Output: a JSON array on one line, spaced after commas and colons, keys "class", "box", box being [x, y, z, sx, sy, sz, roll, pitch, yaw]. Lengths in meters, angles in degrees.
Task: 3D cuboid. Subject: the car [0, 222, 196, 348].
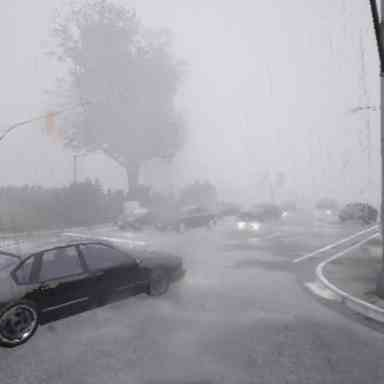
[{"class": "car", "box": [-2.446, 1.612, 6.535, 2.033, 1.411, 5.357, -1, 0, 39]}]

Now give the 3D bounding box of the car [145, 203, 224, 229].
[{"class": "car", "box": [-0.331, 1.642, 20.533, 1.837, 1.490, 4.892, -1, 0, 39]}]

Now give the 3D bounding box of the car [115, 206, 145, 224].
[{"class": "car", "box": [-3.058, 1.702, 22.723, 1.812, 1.442, 4.674, -1, 0, 40]}]

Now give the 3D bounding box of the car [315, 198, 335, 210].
[{"class": "car", "box": [17.548, 1.543, 43.471, 1.837, 1.490, 4.892, -1, -1, 36]}]

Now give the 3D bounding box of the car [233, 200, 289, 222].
[{"class": "car", "box": [5.988, 1.669, 28.447, 2.033, 1.411, 5.357, -1, 0, 38]}]

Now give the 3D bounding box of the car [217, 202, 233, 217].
[{"class": "car", "box": [2.731, 1.655, 29.985, 2.128, 1.511, 4.902, -1, 0, 38]}]

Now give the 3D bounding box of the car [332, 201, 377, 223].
[{"class": "car", "box": [12.872, 1.585, 25.686, 2.033, 1.411, 5.357, -1, 0, 38]}]

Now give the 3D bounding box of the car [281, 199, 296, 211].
[{"class": "car", "box": [11.399, 1.635, 41.110, 1.812, 1.442, 4.674, -1, 0, 37]}]
